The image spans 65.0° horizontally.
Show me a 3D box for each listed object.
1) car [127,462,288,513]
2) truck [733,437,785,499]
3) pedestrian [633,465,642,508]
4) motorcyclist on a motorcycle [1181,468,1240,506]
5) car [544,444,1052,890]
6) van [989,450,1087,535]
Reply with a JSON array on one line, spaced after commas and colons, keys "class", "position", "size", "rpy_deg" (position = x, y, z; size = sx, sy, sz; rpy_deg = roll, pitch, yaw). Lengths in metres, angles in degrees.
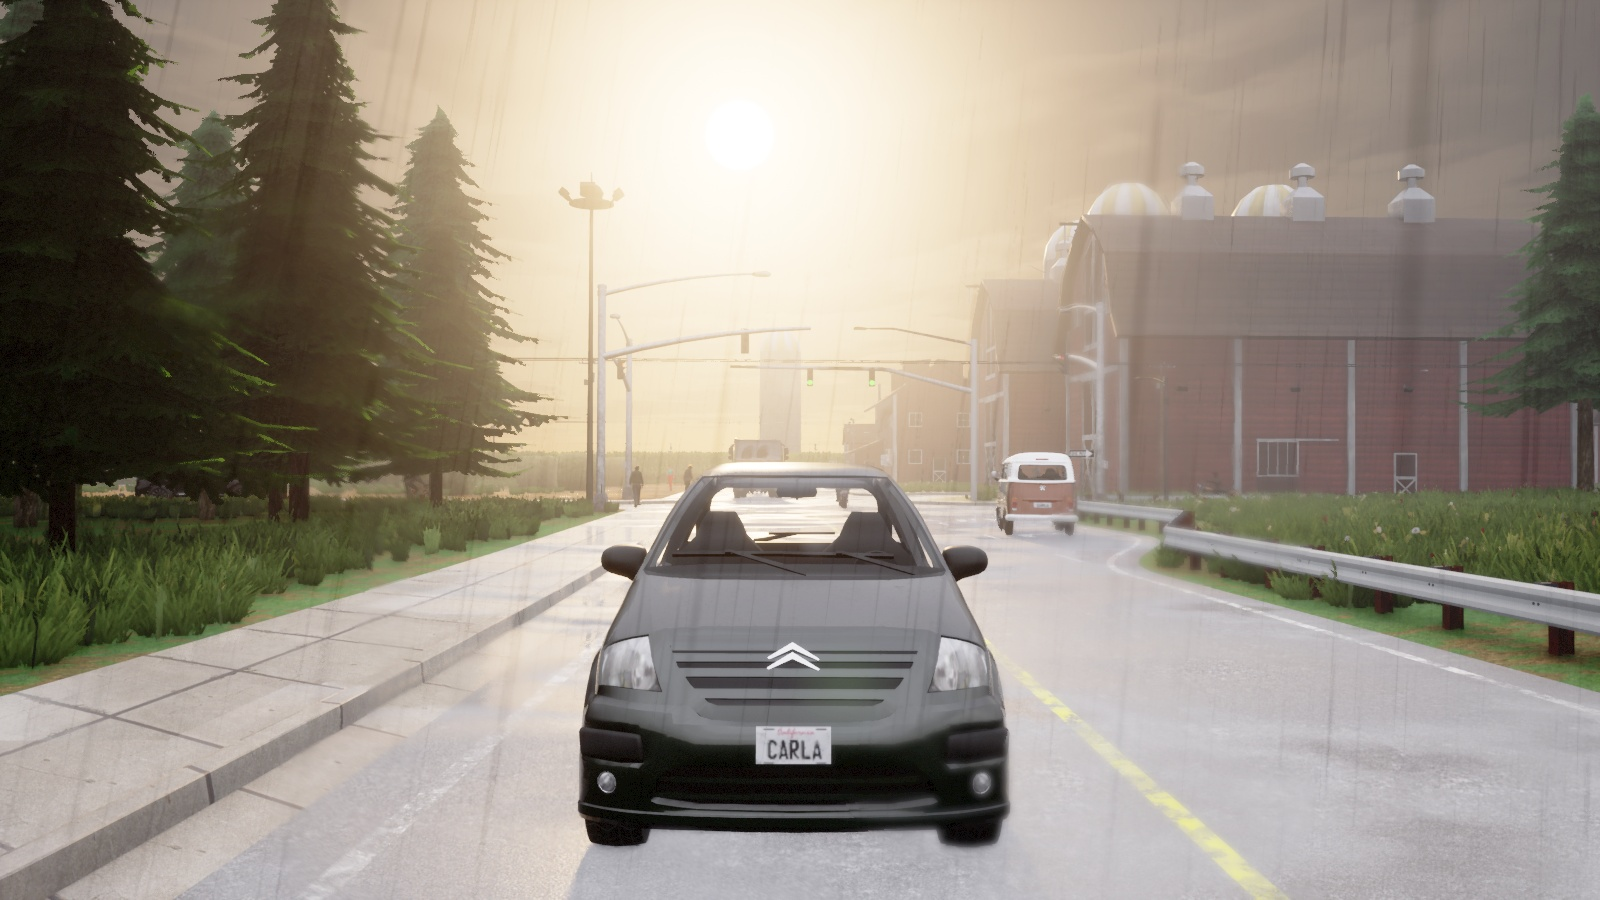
[{"class": "car", "position": [-24.170, 1.518, 51.378], "size": [5.566, 2.045, 2.150], "rpy_deg": [0, -1, -1]}, {"class": "truck", "position": [-2.453, 1.075, 73.816], "size": [2.891, 3.462, 7.936], "rpy_deg": [0, -1, -2]}, {"class": "pedestrian", "position": [-6.948, 1.561, 53.702], "size": [0.353, 1.847, 0.614], "rpy_deg": [0, -1, -2]}, {"class": "motorcyclist on a motorcycle", "position": [18.265, 1.654, 55.863], "size": [2.350, 1.649, 0.766], "rpy_deg": [0, -1, -1]}, {"class": "car", "position": [-0.021, 0.823, 6.581], "size": [1.851, 1.617, 3.988], "rpy_deg": [0, -1, 0]}, {"class": "van", "position": [6.088, 1.060, 32.624], "size": [2.069, 2.038, 4.480], "rpy_deg": [0, -1, 5]}]
